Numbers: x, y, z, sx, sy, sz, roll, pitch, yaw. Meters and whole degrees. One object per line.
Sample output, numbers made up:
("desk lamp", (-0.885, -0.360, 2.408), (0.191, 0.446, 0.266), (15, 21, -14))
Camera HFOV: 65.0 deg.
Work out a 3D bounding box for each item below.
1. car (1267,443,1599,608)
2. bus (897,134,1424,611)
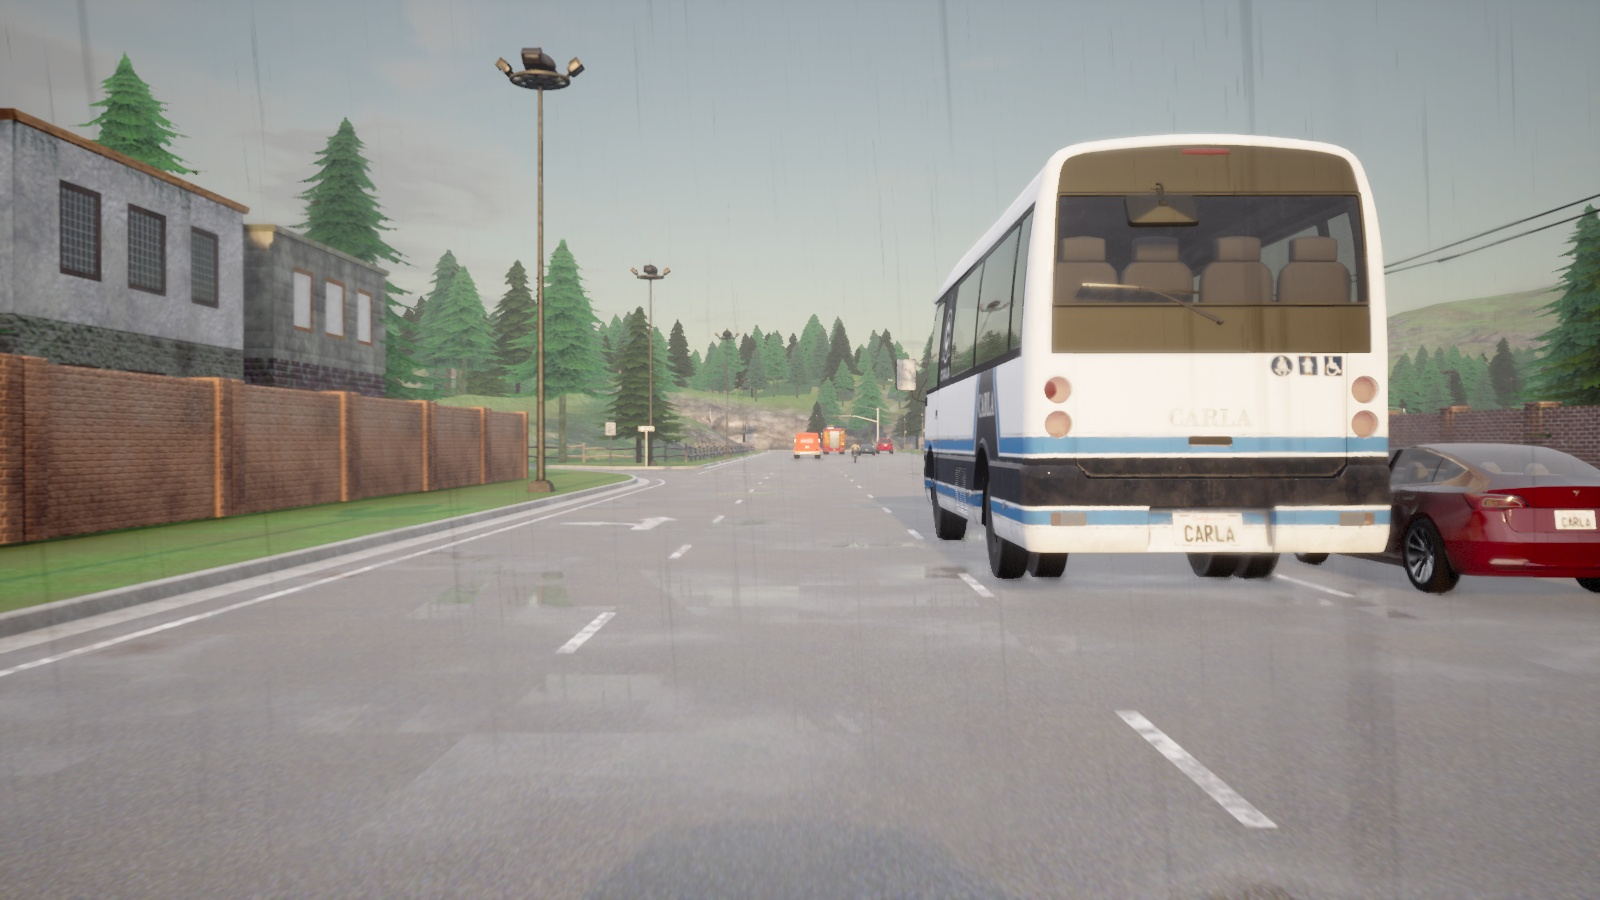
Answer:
("car", (7.093, 0.674, 13.785), (2.163, 1.488, 4.792), (0, 0, 0))
("bus", (3.609, -0.719, 16.343), (3.944, 4.253, 10.273), (0, 0, 0))
